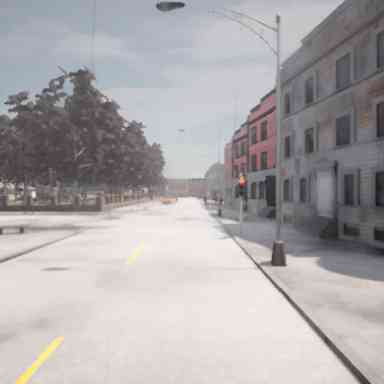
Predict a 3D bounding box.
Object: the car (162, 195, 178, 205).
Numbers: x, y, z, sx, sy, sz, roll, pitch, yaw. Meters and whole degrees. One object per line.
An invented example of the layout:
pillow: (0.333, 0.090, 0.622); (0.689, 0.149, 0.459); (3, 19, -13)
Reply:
car: (-4.155, 1.397, 59.312); (2.097, 1.767, 4.553); (0, 0, 0)

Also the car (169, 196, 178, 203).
car: (-4.159, 1.760, 75.284); (1.837, 1.490, 4.892); (0, 0, 0)
